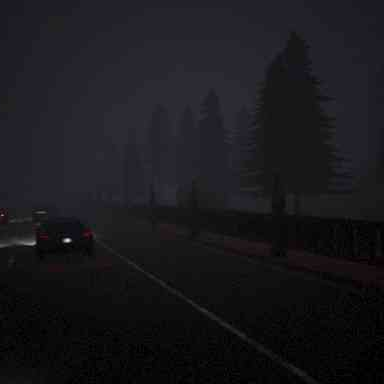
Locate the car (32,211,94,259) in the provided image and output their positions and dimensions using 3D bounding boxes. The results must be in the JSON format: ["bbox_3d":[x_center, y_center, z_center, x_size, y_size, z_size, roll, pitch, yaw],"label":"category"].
[{"bbox_3d":[-5.246,1.685,13.461,1.994,1.385,4.181,0,0,-26],"label":"car"}]

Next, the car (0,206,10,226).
[{"bbox_3d":[-15.217,1.806,25.668,1.812,1.442,4.674,0,0,-26],"label":"car"}]

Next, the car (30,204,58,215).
[{"bbox_3d":[-11.916,1.749,26.882,2.128,1.511,4.902,0,0,-26],"label":"car"}]
